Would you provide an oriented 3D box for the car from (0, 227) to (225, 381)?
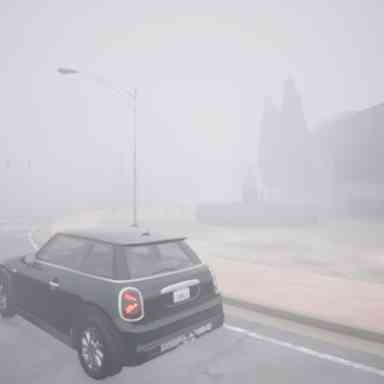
[{"bbox_3d":[-1.706,1.399,5.871,4.553,1.767,2.097,0,-1,42],"label":"car"}]
